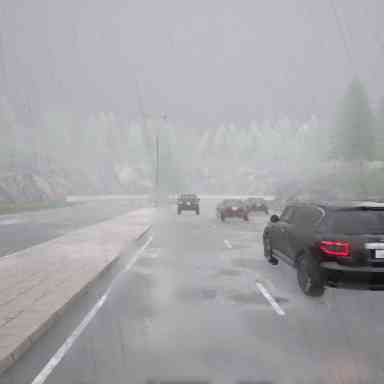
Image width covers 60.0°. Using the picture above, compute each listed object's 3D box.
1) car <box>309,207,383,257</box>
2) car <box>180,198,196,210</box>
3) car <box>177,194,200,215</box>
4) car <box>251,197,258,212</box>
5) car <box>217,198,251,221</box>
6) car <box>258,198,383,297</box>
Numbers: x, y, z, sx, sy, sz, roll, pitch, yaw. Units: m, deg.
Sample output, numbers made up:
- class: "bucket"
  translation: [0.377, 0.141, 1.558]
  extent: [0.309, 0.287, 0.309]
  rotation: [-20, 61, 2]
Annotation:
- class: "car"
  translation: [6.900, 1.491, 14.024]
  extent: [2.128, 1.511, 4.902]
  rotation: [0, 0, -1]
- class: "car"
  translation: [-0.485, 1.547, 44.520]
  extent: [2.033, 1.411, 5.357]
  rotation: [0, 0, 0]
- class: "car"
  translation: [-0.367, 1.221, 34.337]
  extent: [2.150, 2.045, 5.566]
  rotation: [0, 0, 0]
- class: "car"
  translation: [6.624, 1.353, 35.413]
  extent: [2.097, 1.767, 4.553]
  rotation: [0, 0, -1]
- class: "car"
  translation: [3.225, 1.351, 27.517]
  extent: [2.097, 1.767, 4.553]
  rotation: [0, 0, -1]
- class: "car"
  translation: [3.468, 1.222, 8.747]
  extent: [2.150, 2.045, 5.566]
  rotation: [0, 0, -1]
